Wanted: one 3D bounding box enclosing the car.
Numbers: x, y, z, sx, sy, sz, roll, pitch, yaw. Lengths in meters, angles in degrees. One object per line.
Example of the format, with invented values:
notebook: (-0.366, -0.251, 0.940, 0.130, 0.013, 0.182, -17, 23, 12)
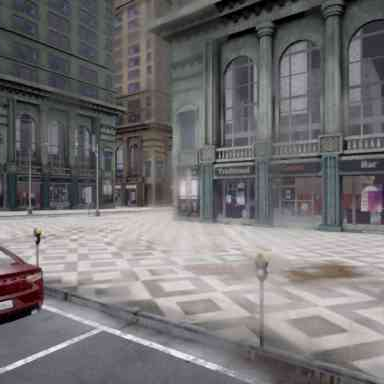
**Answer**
car: (-4.595, 1.545, 6.219, 4.507, 1.381, 1.887, 0, 0, 35)
